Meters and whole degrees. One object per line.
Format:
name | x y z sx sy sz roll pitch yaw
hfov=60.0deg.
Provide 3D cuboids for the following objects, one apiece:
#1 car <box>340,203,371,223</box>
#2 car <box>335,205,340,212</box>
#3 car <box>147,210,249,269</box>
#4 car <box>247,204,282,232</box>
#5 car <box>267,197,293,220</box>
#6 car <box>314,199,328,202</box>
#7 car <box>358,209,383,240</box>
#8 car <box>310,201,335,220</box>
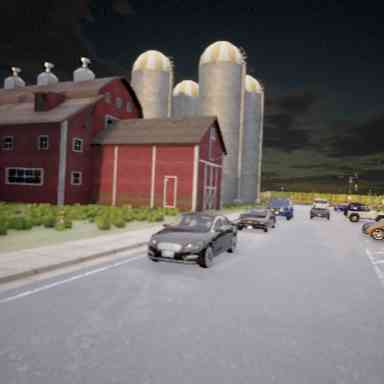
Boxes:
car | 16.448 2.012 31.471 3.866 1.878 1.905 3 0 22
car | 25.497 2.557 53.916 4.611 1.667 2.242 3 0 22
car | 0.244 1.485 11.452 2.128 1.511 4.902 3 0 22
car | 4.363 1.711 21.837 2.033 1.411 5.357 3 0 22
car | 8.619 1.563 32.445 2.150 2.045 5.566 3 0 22
car | 17.215 1.937 44.424 2.150 2.045 5.566 3 0 22
car | 11.921 2.019 18.757 4.193 1.474 1.816 3 0 22
car | 13.234 2.040 34.311 2.128 1.511 4.902 3 0 22
